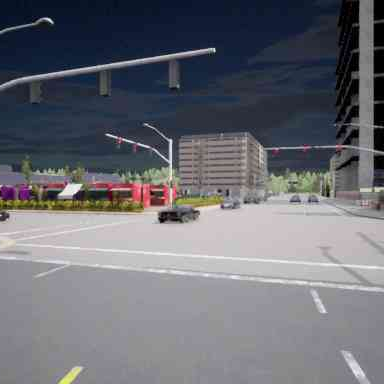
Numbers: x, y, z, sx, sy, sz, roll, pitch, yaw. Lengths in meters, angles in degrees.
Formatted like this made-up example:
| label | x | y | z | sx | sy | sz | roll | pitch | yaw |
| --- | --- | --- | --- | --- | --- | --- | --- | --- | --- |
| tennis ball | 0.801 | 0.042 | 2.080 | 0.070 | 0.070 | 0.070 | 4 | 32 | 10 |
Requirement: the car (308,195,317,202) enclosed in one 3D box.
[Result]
| label | x | y | z | sx | sy | sz | roll | pitch | yaw |
| --- | --- | --- | --- | --- | --- | --- | --- | --- | --- |
| car | 28.031 | 1.524 | 77.677 | 1.812 | 1.442 | 4.674 | 0 | 0 | 19 |

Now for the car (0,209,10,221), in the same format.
| label | x | y | z | sx | sy | sz | roll | pitch | yaw |
| --- | --- | --- | --- | --- | --- | --- | --- | --- | --- |
| car | -16.472 | 1.619 | 26.100 | 4.181 | 1.385 | 1.994 | 0 | 0 | 19 |

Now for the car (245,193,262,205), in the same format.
| label | x | y | z | sx | sy | sz | roll | pitch | yaw |
| --- | --- | --- | --- | --- | --- | --- | --- | --- | --- |
| car | 10.542 | 1.224 | 58.810 | 2.150 | 2.045 | 5.566 | 0 | 0 | 19 |

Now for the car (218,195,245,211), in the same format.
| label | x | y | z | sx | sy | sz | roll | pitch | yaw |
| --- | --- | --- | --- | --- | --- | --- | --- | --- | --- |
| car | 4.871 | 1.492 | 42.003 | 2.128 | 1.511 | 4.902 | 0 | 0 | 19 |

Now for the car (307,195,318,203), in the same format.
| label | x | y | z | sx | sy | sz | roll | pitch | yaw |
| --- | --- | --- | --- | --- | --- | --- | --- | --- | --- |
| car | 24.740 | 1.541 | 67.821 | 2.033 | 1.411 | 5.357 | 0 | 0 | 19 |

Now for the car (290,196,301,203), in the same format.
| label | x | y | z | sx | sy | sz | roll | pitch | yaw |
| --- | --- | --- | --- | --- | --- | --- | --- | --- | --- |
| car | 21.531 | 1.555 | 69.256 | 1.994 | 1.385 | 4.181 | 0 | 0 | 19 |

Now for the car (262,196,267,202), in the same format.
| label | x | y | z | sx | sy | sz | roll | pitch | yaw |
| --- | --- | --- | --- | --- | --- | --- | --- | --- | --- |
| car | 15.480 | 1.542 | 73.285 | 1.994 | 1.385 | 4.181 | 0 | 0 | 19 |

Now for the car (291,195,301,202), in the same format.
| label | x | y | z | sx | sy | sz | roll | pitch | yaw |
| --- | --- | --- | --- | --- | --- | --- | --- | --- | --- |
| car | 24.609 | 1.540 | 78.480 | 2.033 | 1.411 | 5.357 | 0 | 0 | 19 |

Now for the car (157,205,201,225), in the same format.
| label | x | y | z | sx | sy | sz | roll | pitch | yaw |
| --- | --- | --- | --- | --- | --- | --- | --- | --- | --- |
| car | -0.890 | 1.639 | 24.838 | 1.895 | 1.301 | 4.718 | 0 | 0 | 19 |
